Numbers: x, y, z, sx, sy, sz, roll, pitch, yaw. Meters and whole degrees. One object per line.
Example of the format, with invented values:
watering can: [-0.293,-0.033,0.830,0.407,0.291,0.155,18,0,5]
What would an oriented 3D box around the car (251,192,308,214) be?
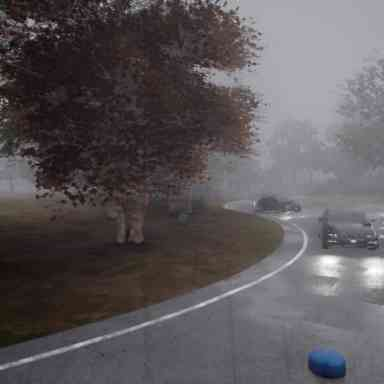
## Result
car: [7.494,1.049,28.974,1.837,1.490,4.892,-3,2,-21]

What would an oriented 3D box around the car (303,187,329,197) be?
car: [20.079,0.029,54.100,4.892,1.490,1.837,-2,1,-19]

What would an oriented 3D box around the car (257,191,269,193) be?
car: [8.844,0.949,36.105,1.895,1.301,4.718,-2,1,-3]

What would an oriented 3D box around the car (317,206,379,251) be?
car: [6.360,1.407,13.872,1.837,1.490,4.892,-1,1,18]

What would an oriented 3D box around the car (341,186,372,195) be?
car: [28.991,-0.304,58.709,4.892,1.490,1.837,-1,1,3]

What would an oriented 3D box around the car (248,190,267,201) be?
car: [10.391,0.474,50.750,2.128,1.511,4.902,-1,1,42]
